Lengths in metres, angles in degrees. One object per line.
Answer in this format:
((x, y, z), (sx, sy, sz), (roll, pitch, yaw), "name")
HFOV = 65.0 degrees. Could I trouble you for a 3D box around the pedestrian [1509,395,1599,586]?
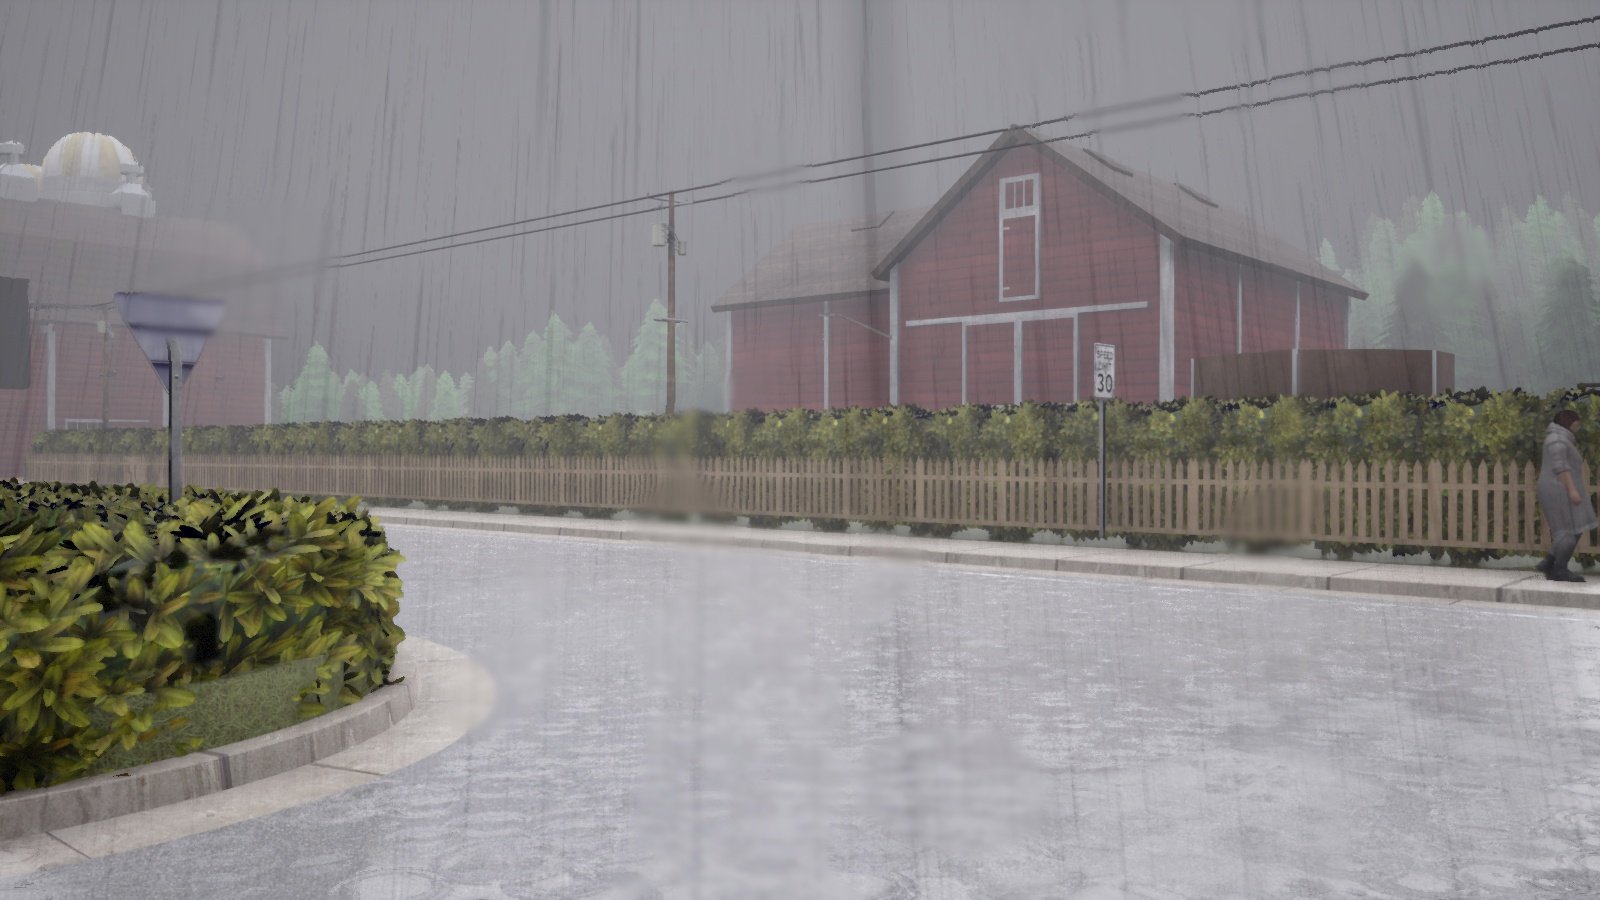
((8.008, 0.416, 13.280), (0.873, 1.952, 0.659), (0, 0, 28), "pedestrian")
